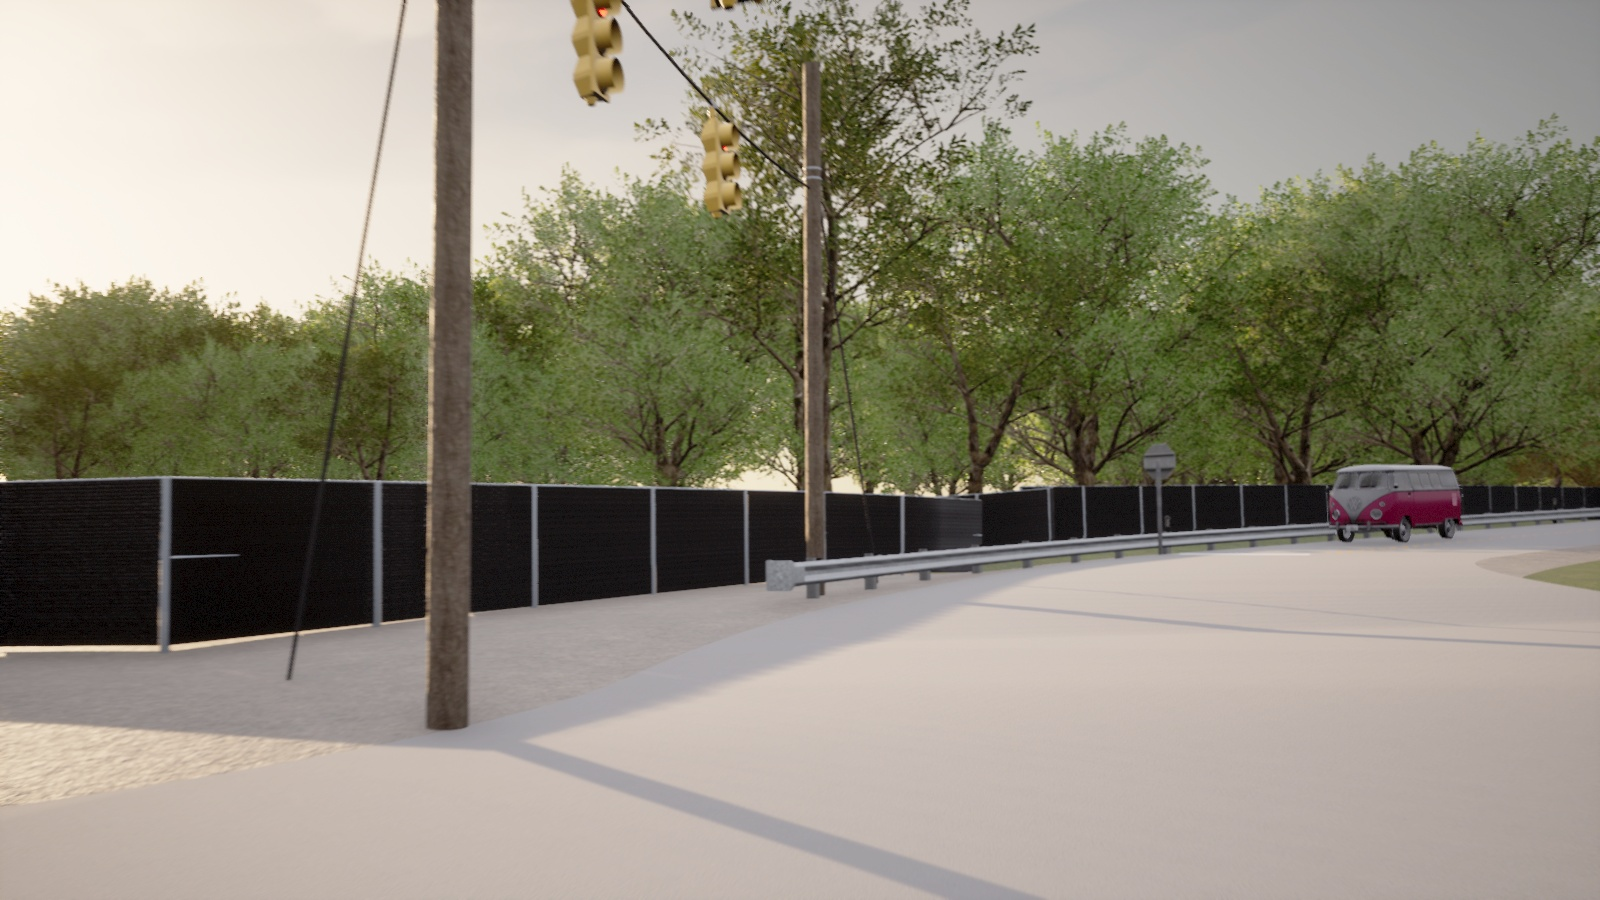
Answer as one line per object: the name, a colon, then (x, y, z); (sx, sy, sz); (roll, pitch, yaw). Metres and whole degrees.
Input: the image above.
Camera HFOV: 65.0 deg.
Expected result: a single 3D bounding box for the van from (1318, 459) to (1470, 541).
van: (15.580, 1.273, 32.838); (4.442, 1.987, 1.775); (0, -3, -40)
